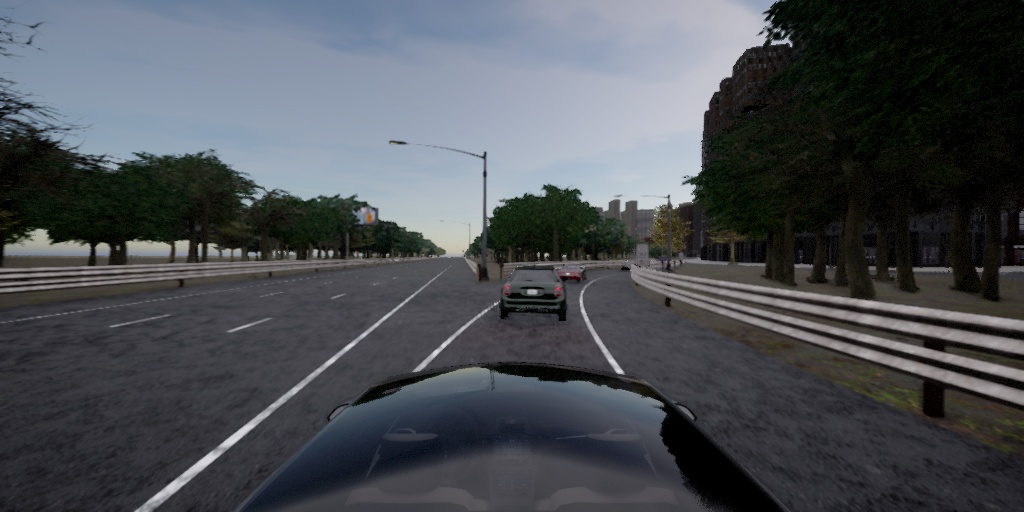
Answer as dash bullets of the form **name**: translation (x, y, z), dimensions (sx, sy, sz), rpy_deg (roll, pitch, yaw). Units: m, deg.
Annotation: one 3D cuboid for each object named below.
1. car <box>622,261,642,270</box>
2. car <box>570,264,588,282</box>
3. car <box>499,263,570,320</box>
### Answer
- **car**: translation (17.805, 1.409, 53.098), dimensions (1.994, 1.385, 4.181), rpy_deg (0, 0, 35)
- **car**: translation (4.995, 1.352, 29.453), dimensions (1.994, 1.385, 4.181), rpy_deg (0, 0, 20)
- **car**: translation (0.913, 1.112, 12.925), dimensions (2.097, 1.767, 4.553), rpy_deg (1, 0, 8)
